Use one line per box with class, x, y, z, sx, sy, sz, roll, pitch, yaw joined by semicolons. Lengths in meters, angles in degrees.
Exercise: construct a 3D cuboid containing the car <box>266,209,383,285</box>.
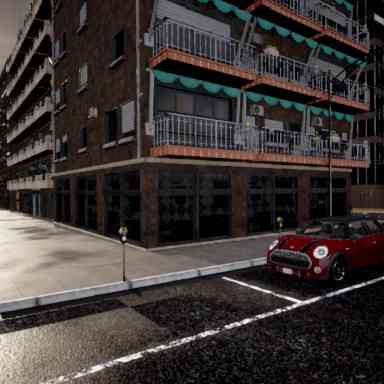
car;3.987;1.438;9.431;4.097;1.590;1.967;0;-1;-36
